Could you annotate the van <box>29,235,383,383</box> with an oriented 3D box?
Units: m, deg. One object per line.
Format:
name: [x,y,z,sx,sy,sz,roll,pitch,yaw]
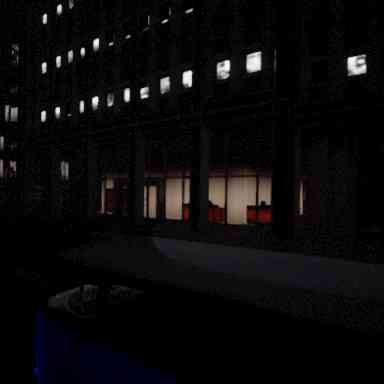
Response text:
van: [0.283,1.362,2.666,3.998,1.788,1.690,0,0,39]
